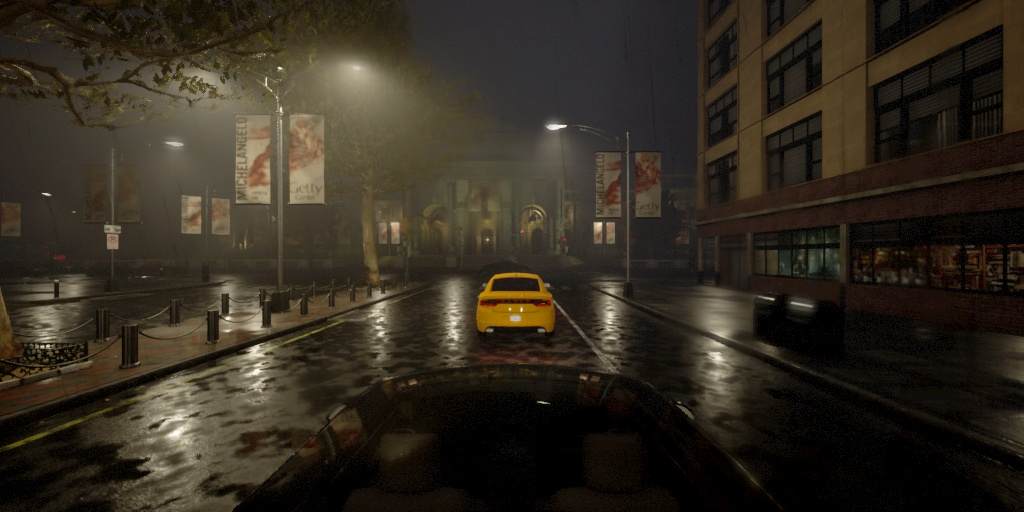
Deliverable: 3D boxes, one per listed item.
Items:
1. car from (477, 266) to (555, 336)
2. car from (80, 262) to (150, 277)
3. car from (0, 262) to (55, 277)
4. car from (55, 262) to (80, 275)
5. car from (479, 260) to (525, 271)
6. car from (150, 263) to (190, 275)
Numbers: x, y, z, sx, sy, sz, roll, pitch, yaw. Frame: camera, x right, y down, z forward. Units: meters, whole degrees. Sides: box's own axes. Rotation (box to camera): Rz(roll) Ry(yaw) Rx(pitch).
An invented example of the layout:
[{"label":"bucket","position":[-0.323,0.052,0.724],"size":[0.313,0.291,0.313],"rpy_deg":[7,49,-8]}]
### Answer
[{"label":"car","position":[0.120,1.228,10.391],"size":[1.882,1.535,5.008],"rpy_deg":[0,0,1]},{"label":"car","position":[-38.507,1.314,34.841],"size":[4.181,1.385,1.994],"rpy_deg":[0,0,0]},{"label":"car","position":[-48.229,1.275,34.876],"size":[4.674,1.442,1.812],"rpy_deg":[0,0,-1]},{"label":"car","position":[-49.108,1.297,38.388],"size":[5.357,1.411,2.033],"rpy_deg":[0,0,-1]},{"label":"car","position":[-1.106,1.312,34.417],"size":[4.181,1.385,1.994],"rpy_deg":[0,0,1]},{"label":"car","position":[-37.398,1.351,38.338],"size":[4.718,1.301,1.895],"rpy_deg":[0,0,1]}]
